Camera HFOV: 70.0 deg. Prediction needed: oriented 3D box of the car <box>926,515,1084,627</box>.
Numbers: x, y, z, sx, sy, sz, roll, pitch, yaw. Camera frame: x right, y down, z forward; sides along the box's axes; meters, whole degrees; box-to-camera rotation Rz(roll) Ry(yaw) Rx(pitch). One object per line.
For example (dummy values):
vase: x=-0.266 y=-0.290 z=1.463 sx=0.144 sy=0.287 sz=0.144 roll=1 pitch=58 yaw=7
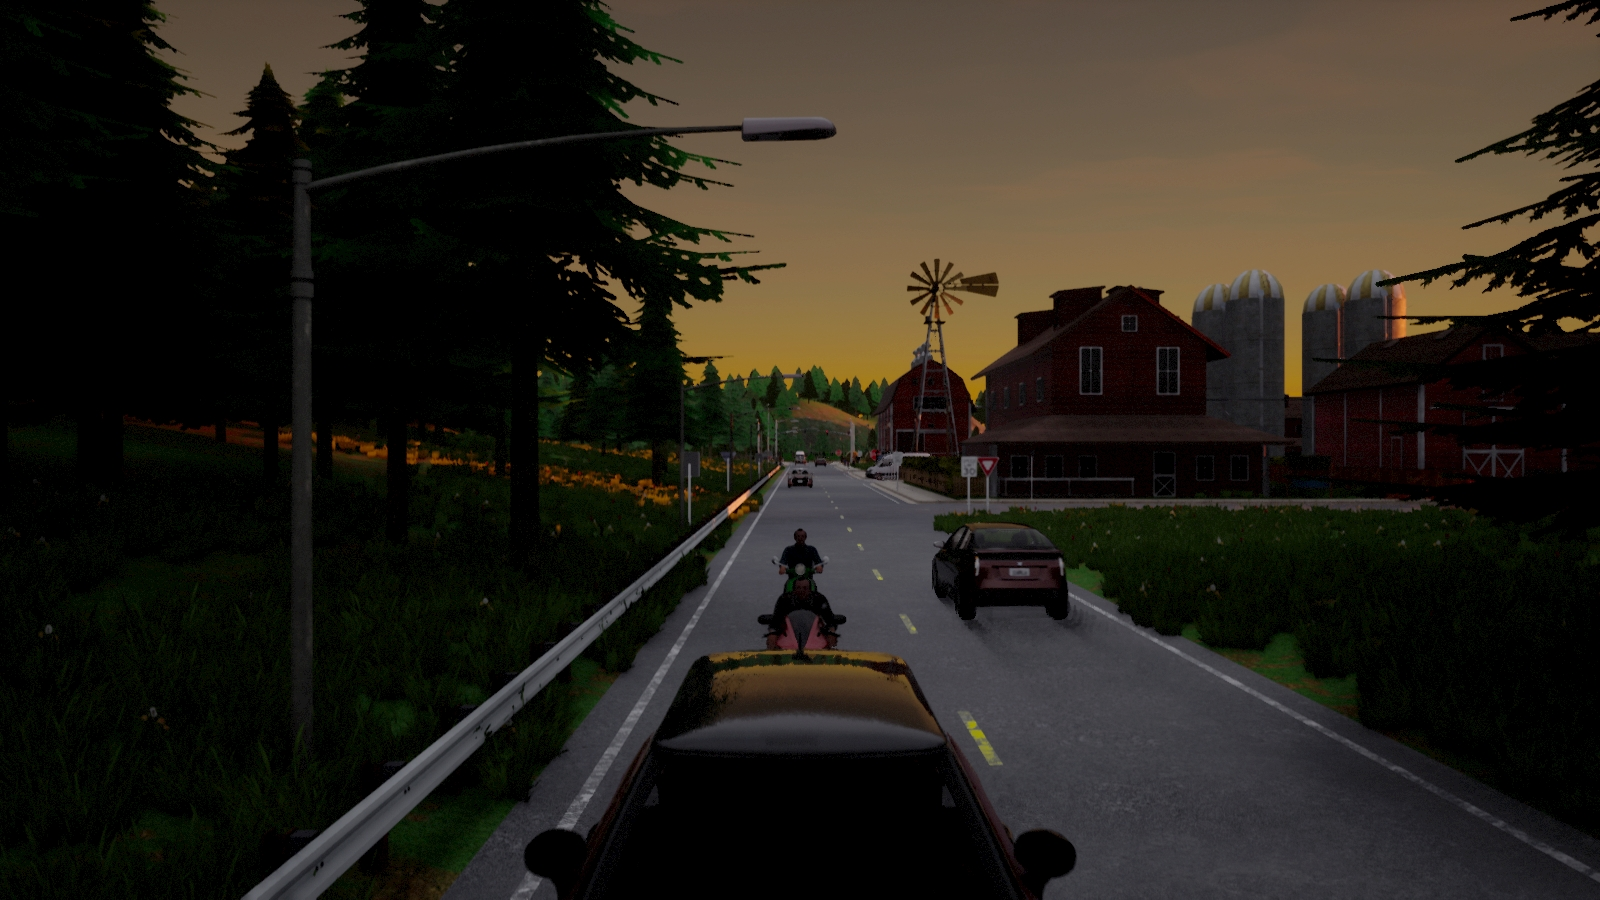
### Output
car: x=3.501 y=2.048 z=20.383 sx=2.007 sy=1.525 sz=4.514 roll=0 pitch=0 yaw=0

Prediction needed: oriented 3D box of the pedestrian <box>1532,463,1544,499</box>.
pedestrian: x=37.800 y=1.578 z=58.505 sx=0.375 sy=1.860 sz=0.375 roll=0 pitch=0 yaw=-5

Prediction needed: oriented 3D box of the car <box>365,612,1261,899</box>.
car: x=0.032 y=1.908 z=4.949 sx=2.097 sy=1.767 sz=4.553 roll=0 pitch=0 yaw=0

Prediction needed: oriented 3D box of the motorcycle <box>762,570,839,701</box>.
motorcycle: x=0.007 y=2.211 z=13.994 sx=0.867 sy=1.251 sz=2.209 roll=0 pitch=0 yaw=0
